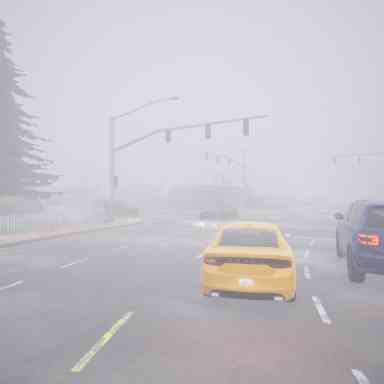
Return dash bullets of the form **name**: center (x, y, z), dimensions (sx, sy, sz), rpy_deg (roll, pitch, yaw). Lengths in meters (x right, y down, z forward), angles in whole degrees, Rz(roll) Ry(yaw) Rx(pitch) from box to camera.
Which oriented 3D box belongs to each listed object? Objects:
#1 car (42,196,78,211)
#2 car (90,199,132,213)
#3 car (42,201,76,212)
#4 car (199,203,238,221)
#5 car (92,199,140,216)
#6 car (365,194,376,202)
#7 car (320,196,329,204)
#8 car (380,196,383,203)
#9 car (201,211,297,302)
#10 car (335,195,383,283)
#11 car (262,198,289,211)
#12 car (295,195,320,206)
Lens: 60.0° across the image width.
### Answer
- **car**: center (-17.048, 1.407, 42.941), dimensions (4.553, 1.767, 2.097), rpy_deg (0, 0, 32)
- **car**: center (-9.322, 1.560, 38.132), dimensions (4.892, 1.490, 1.837), rpy_deg (0, 0, 32)
- **car**: center (-15.106, 1.581, 37.607), dimensions (4.674, 1.442, 1.812), rpy_deg (0, 0, 32)
- **car**: center (2.217, 1.605, 26.978), dimensions (1.994, 1.385, 4.181), rpy_deg (0, 0, 31)
- **car**: center (-7.255, 1.560, 32.715), dimensions (4.892, 1.490, 1.837), rpy_deg (0, 0, 34)
- **car**: center (42.809, 1.355, 79.739), dimensions (2.097, 1.767, 4.553), rpy_deg (0, 0, 31)
- **car**: center (25.289, 1.525, 64.516), dimensions (1.812, 1.442, 4.674), rpy_deg (0, 0, 31)
- **car**: center (40.485, 1.540, 69.234), dimensions (2.033, 1.411, 5.357), rpy_deg (0, 0, 31)
- **car**: center (1.490, 1.478, 8.426), dimensions (1.882, 1.535, 5.008), rpy_deg (0, 0, 12)
- **car**: center (5.453, 1.221, 9.459), dimensions (2.150, 2.045, 5.566), rpy_deg (0, 0, 19)
- **car**: center (10.468, 1.528, 41.429), dimensions (1.812, 1.442, 4.674), rpy_deg (0, 0, 41)
- **car**: center (18.888, 1.547, 54.221), dimensions (2.033, 1.411, 5.357), rpy_deg (0, 0, 32)
